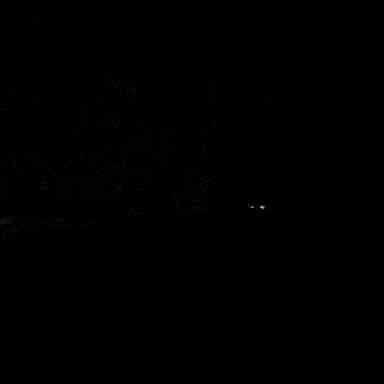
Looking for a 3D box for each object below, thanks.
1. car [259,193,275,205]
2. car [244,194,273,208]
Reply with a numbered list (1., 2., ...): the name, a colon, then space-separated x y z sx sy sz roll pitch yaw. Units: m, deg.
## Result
1. car: 11.939 1.161 55.009 2.150 2.045 5.566 2 0 35
2. car: 8.601 1.324 44.301 1.837 1.490 4.892 2 0 35
